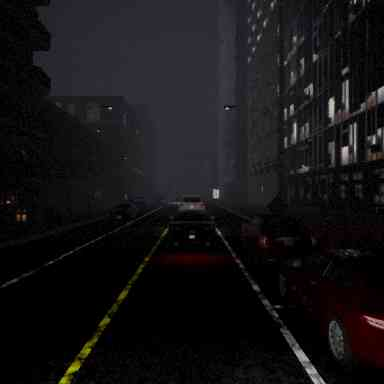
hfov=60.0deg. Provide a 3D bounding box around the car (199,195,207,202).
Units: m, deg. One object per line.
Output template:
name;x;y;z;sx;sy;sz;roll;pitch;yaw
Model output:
car;2.689;1.551;79.106;1.752;1.417;4.829;0;0;0

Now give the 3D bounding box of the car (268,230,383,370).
car;2.689;1.582;5.505;1.802;1.307;4.206;0;0;0

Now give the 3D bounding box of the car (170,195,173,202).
car;-5.692;1.332;67.639;2.192;1.841;5.009;0;0;0

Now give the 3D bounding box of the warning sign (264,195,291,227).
warning sign;5.067;1.116;19.743;1.300;1.860;1.060;0;0;0

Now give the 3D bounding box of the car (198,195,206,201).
car;2.689;1.585;90.234;2.008;1.369;4.403;0;0;0

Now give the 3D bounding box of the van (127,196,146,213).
van;-5.691;1.344;33.748;1.690;1.788;3.998;0;0;0

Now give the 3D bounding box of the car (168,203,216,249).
car;0.000;1.486;14.650;1.882;1.535;5.008;0;0;0

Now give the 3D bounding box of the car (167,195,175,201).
car;-5.691;1.585;90.233;2.008;1.369;4.403;0;0;0

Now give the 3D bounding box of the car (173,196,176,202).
car;-3.001;1.562;76.682;1.895;1.301;4.718;0;0;0

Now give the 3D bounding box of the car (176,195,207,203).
car;0.000;1.261;29.680;2.150;2.045;5.566;0;0;0

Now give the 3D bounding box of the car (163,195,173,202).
car;-5.691;1.465;78.936;1.967;1.590;4.097;0;0;0

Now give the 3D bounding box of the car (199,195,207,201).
car;2.689;1.470;84.584;1.967;1.590;4.097;0;0;0

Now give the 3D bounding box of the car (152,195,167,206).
car;-5.691;1.590;56.341;1.802;1.307;4.206;0;0;0

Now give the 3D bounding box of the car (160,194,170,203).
car;-5.691;1.595;61.990;1.802;1.307;4.206;0;0;0

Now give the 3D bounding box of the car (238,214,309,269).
car;2.689;1.440;11.152;1.967;1.590;4.097;0;0;0

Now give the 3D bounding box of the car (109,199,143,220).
car;-5.691;1.568;28.099;1.947;1.339;4.313;0;0;0
